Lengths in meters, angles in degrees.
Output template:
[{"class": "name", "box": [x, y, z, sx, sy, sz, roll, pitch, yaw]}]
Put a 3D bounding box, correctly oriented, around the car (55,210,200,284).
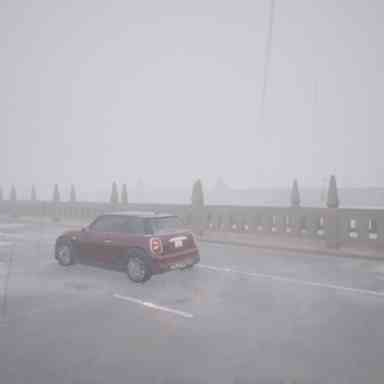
[{"class": "car", "box": [-2.059, 1.362, 9.874, 4.553, 1.767, 2.097, 0, 0, 36]}]
